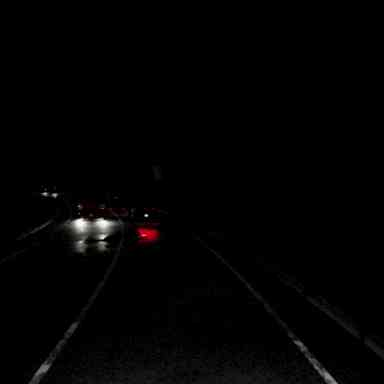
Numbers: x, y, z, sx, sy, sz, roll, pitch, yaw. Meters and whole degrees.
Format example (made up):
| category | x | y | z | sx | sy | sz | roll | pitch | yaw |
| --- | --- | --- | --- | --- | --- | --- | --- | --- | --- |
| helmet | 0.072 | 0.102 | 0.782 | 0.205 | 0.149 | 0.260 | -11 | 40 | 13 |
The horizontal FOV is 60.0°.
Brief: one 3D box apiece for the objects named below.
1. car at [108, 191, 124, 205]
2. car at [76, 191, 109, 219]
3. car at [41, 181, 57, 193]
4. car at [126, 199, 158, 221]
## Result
| category | x | y | z | sx | sy | sz | roll | pitch | yaw |
| --- | --- | --- | --- | --- | --- | --- | --- | --- | --- |
| car | -9.781 | 0.619 | 40.661 | 2.097 | 1.767 | 4.553 | 1 | 2 | -26 |
| car | -7.866 | 1.033 | 25.913 | 2.097 | 1.767 | 4.553 | 1 | 1 | -18 |
| car | -26.932 | -0.988 | 62.422 | 2.150 | 2.045 | 5.566 | 2 | 2 | -33 |
| car | -3.782 | 1.276 | 25.153 | 1.837 | 1.490 | 4.892 | 1 | 2 | -16 |
